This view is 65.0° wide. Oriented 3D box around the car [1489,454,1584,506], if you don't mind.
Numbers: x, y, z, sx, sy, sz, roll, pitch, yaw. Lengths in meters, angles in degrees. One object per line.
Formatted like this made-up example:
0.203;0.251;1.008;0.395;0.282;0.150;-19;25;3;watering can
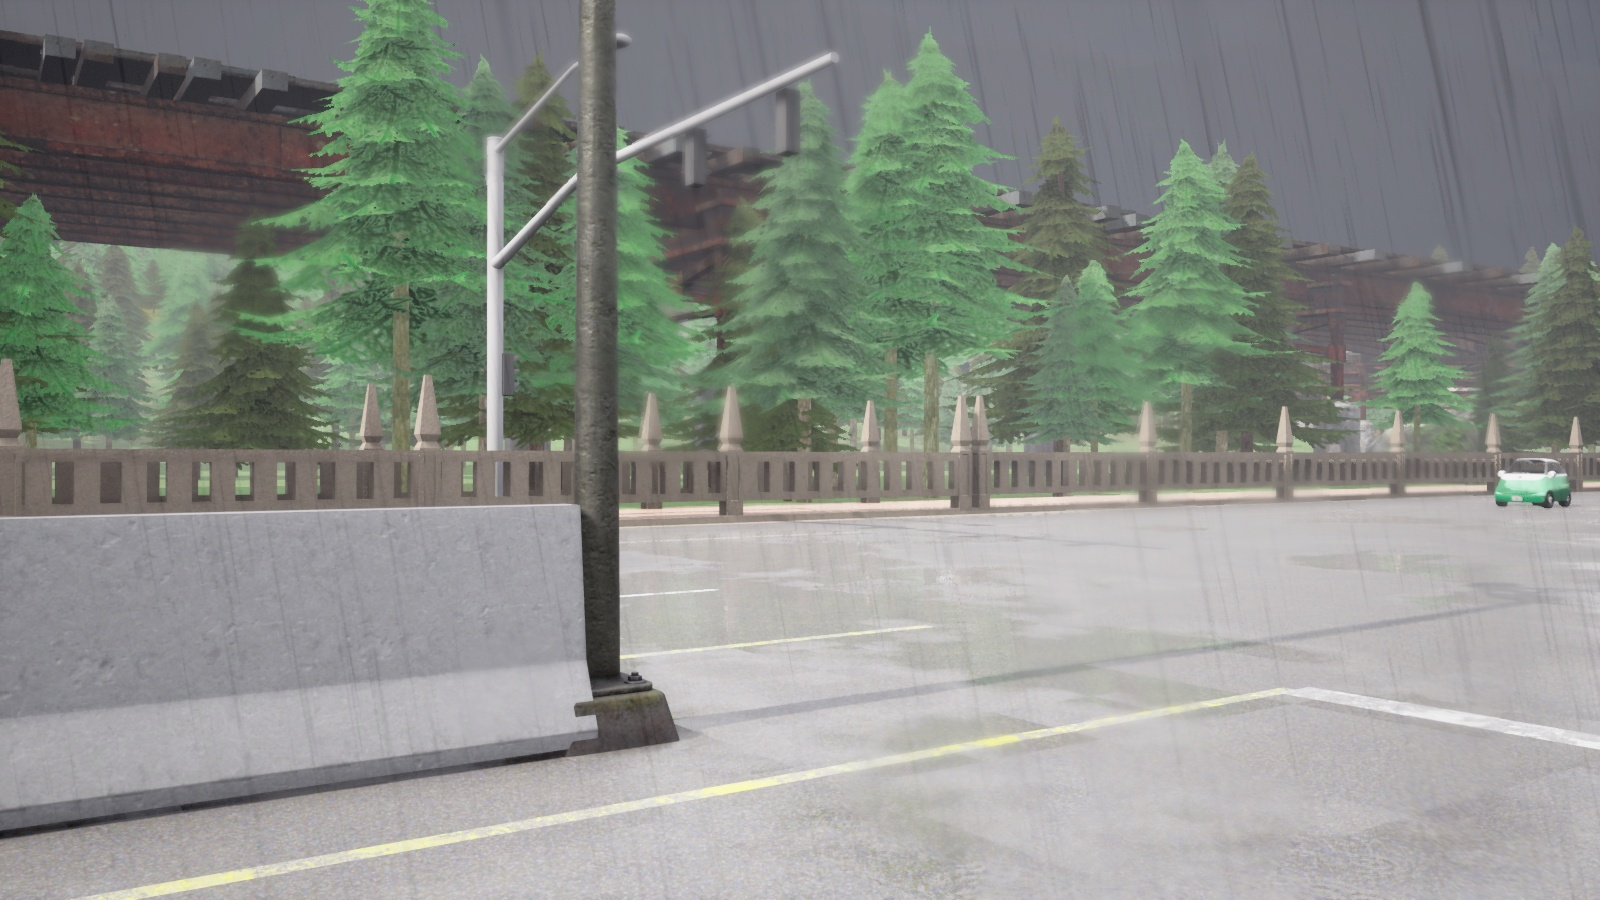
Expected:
20.526;0.817;35.008;2.207;1.376;1.481;0;0;-35;car
